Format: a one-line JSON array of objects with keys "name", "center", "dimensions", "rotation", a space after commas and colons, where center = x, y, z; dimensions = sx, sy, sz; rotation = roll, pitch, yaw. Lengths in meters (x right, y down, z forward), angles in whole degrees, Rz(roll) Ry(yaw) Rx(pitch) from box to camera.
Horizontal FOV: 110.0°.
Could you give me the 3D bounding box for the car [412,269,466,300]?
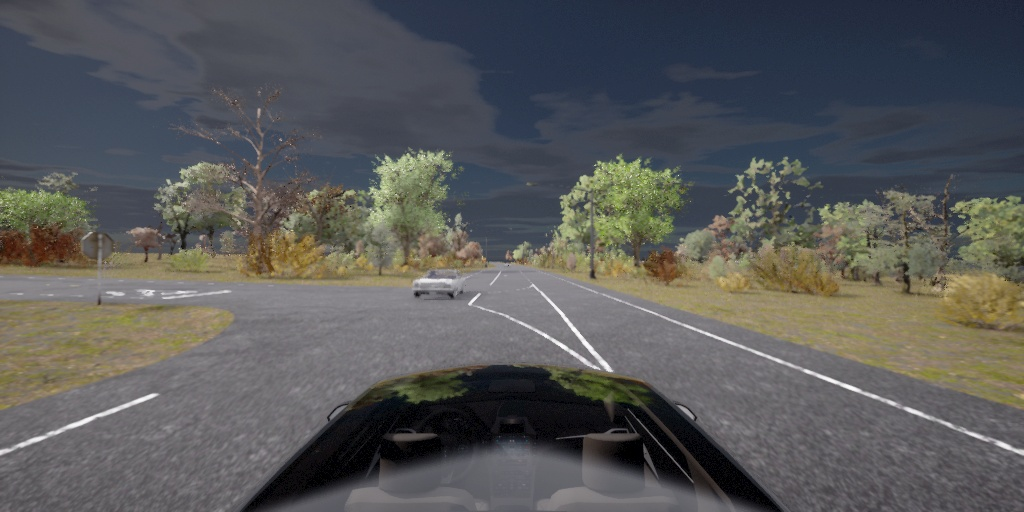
[{"name": "car", "center": [-3.486, 1.337, 17.863], "dimensions": [1.895, 1.301, 4.718], "rotation": [1, -1, 0]}]
